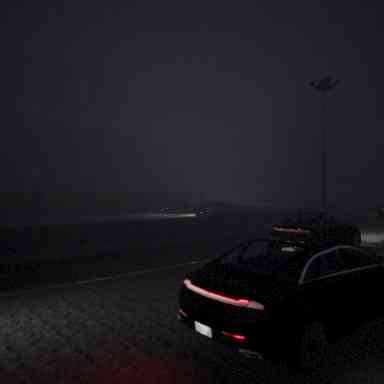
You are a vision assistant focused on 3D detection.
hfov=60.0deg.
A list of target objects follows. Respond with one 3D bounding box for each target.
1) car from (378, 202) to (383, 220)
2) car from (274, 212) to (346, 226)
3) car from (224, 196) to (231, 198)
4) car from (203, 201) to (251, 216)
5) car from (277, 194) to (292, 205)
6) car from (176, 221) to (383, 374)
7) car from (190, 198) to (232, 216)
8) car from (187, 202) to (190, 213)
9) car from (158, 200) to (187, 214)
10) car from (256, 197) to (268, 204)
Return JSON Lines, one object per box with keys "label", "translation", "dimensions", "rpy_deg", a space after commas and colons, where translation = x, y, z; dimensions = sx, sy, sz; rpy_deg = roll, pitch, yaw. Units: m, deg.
{"label": "car", "translation": [16.833, 1.585, 28.028], "dimensions": [2.128, 1.511, 4.902], "rpy_deg": [0, 0, 32]}
{"label": "car", "translation": [4.972, 1.537, 13.096], "dimensions": [4.902, 1.511, 2.128], "rpy_deg": [0, 0, -44]}
{"label": "car", "translation": [8.361, 1.722, 78.049], "dimensions": [1.837, 1.490, 4.892], "rpy_deg": [0, 0, 4]}
{"label": "car", "translation": [3.142, 1.660, 27.019], "dimensions": [1.994, 1.385, 4.181], "rpy_deg": [0, 0, 38]}
{"label": "car", "translation": [18.024, 1.444, 65.109], "dimensions": [2.150, 2.045, 5.566], "rpy_deg": [0, 0, 6]}
{"label": "car", "translation": [2.019, 1.512, 5.706], "dimensions": [4.902, 1.511, 2.128], "rpy_deg": [0, 0, -39]}
{"label": "car", "translation": [2.230, 1.617, 31.564], "dimensions": [1.837, 1.490, 4.892], "rpy_deg": [0, 0, 35]}
{"label": "car", "translation": [1.713, 1.696, 37.127], "dimensions": [1.994, 1.385, 4.181], "rpy_deg": [0, 0, 31]}
{"label": "car", "translation": [-1.911, 1.642, 37.839], "dimensions": [1.837, 1.490, 4.892], "rpy_deg": [0, 0, 32]}
{"label": "car", "translation": [14.933, 1.774, 71.146], "dimensions": [1.994, 1.385, 4.181], "rpy_deg": [0, 0, 4]}
